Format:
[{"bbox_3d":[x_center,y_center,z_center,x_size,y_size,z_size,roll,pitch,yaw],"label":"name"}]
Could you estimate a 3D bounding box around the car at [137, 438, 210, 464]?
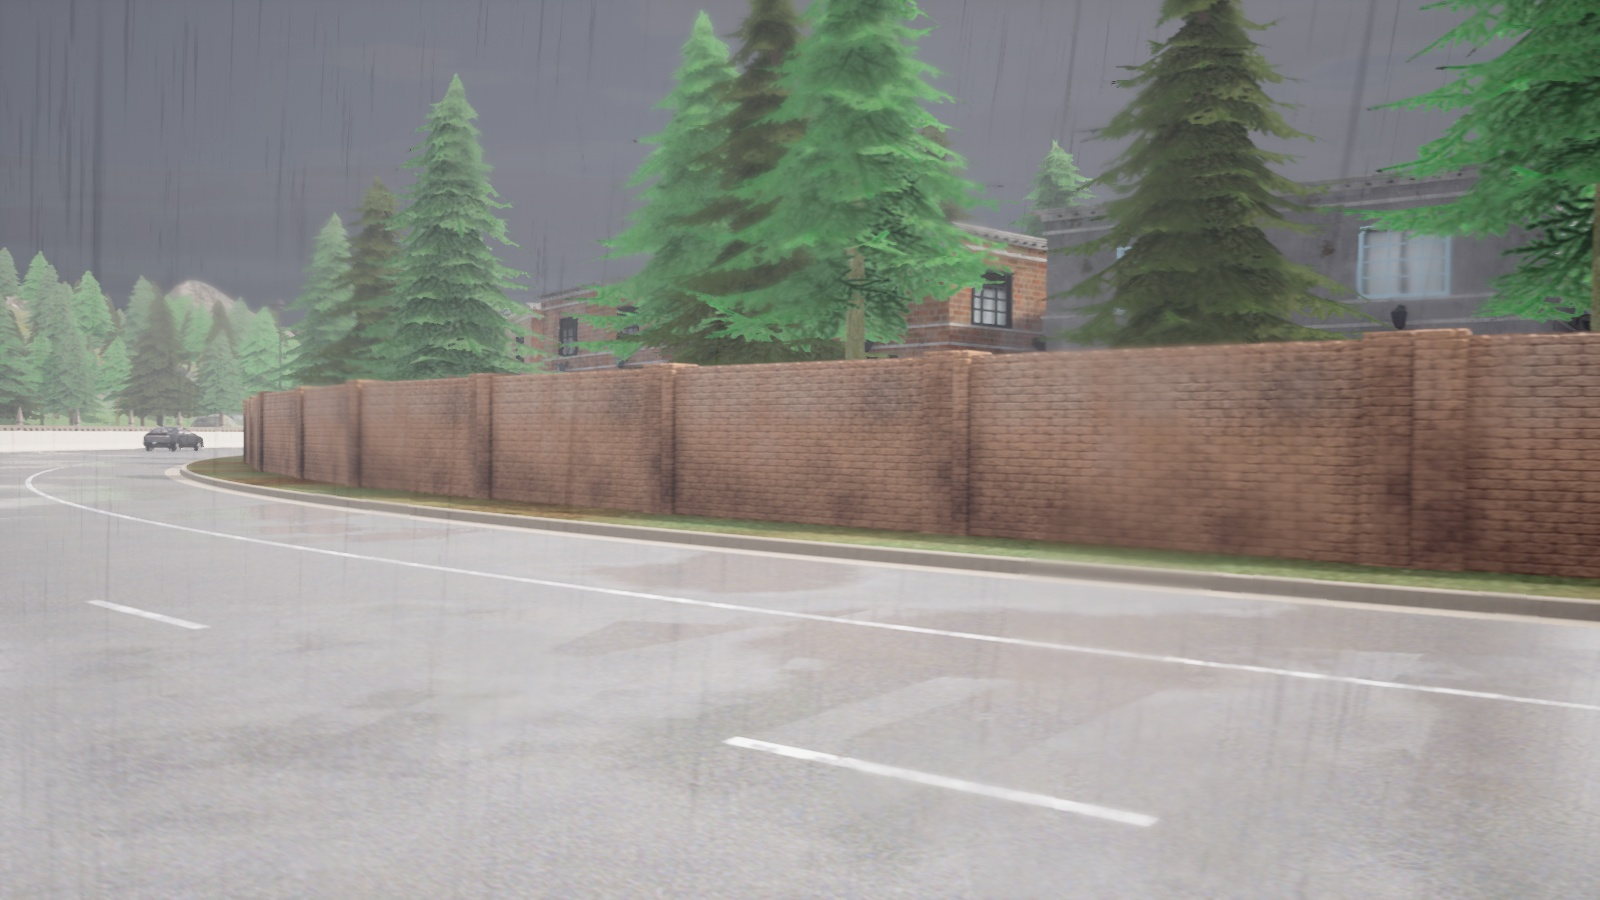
[{"bbox_3d":[-38.391,0.009,77.104,2.128,1.511,4.902,-1,1,-1],"label":"car"}]
